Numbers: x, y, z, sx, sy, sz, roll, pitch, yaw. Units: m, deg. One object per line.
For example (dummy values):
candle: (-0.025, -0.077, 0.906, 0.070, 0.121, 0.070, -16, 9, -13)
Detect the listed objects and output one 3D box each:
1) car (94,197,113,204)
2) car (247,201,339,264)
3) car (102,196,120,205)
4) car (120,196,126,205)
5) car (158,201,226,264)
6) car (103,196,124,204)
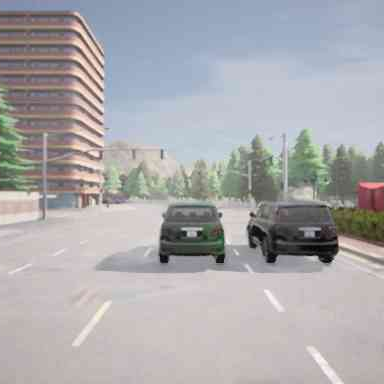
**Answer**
car: (-23.955, 2.290, 89.748, 4.553, 1.767, 2.097, 0, -1, 23)
car: (3.508, 1.358, 12.573, 2.150, 2.045, 5.566, 0, 0, 0)
car: (-19.991, 2.179, 78.991, 4.553, 1.767, 2.097, -1, -1, 41)
car: (-18.631, 2.399, 82.397, 5.357, 1.411, 2.033, 0, -1, 38)
car: (0.007, 1.357, 12.554, 2.150, 2.045, 5.566, 0, 0, 0)
car: (-21.831, 2.190, 92.627, 5.566, 2.045, 2.150, 0, -1, 27)
